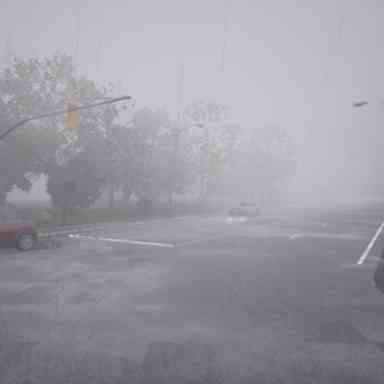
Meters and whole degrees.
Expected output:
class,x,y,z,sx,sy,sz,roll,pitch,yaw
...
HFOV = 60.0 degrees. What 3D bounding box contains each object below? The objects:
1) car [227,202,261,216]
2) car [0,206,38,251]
class,x,y,z,sx,sy,sz,roll,pitch,yaw
car,5.285,1.687,33.416,1.895,1.301,4.718,0,0,32
car,-8.172,1.431,12.155,2.097,1.767,4.553,0,0,32
